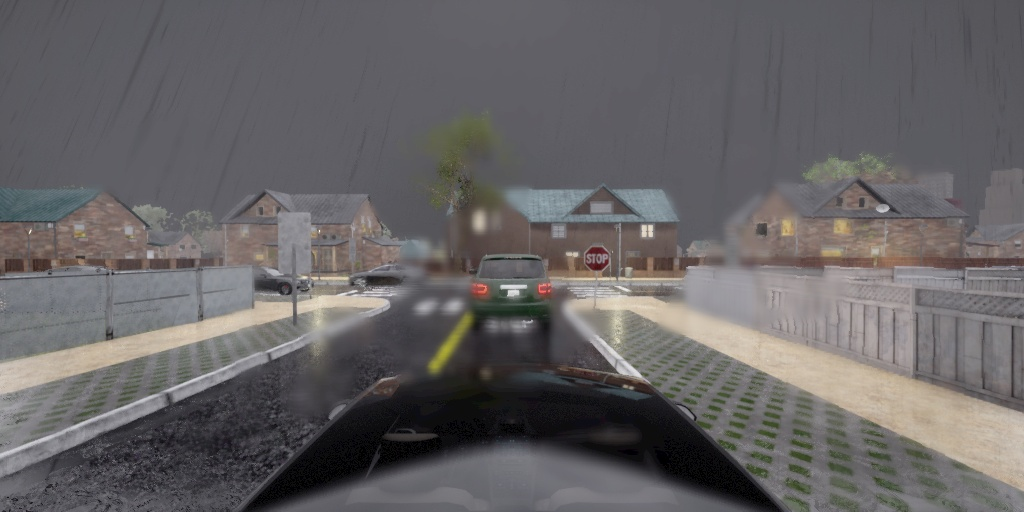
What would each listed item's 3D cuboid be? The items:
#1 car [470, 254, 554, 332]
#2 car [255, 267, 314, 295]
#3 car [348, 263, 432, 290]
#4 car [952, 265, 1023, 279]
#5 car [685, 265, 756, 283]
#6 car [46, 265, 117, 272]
[{"bbox_3d":[-0.124,0.967,11.081,2.150,2.045,5.566,0,0,-4],"label":"car"},{"bbox_3d":[-13.137,1.301,19.215,4.674,1.442,1.812,0,1,2],"label":"car"},{"bbox_3d":[-7.416,1.196,21.978,4.902,1.511,2.128,0,1,2],"label":"car"},{"bbox_3d":[28.712,1.258,21.088,4.181,1.385,1.994,0,1,-1],"label":"car"},{"bbox_3d":[13.314,1.248,21.320,5.357,1.411,2.033,0,1,2],"label":"car"},{"bbox_3d":[-23.029,1.249,19.532,5.008,1.535,1.882,0,1,2],"label":"car"}]
